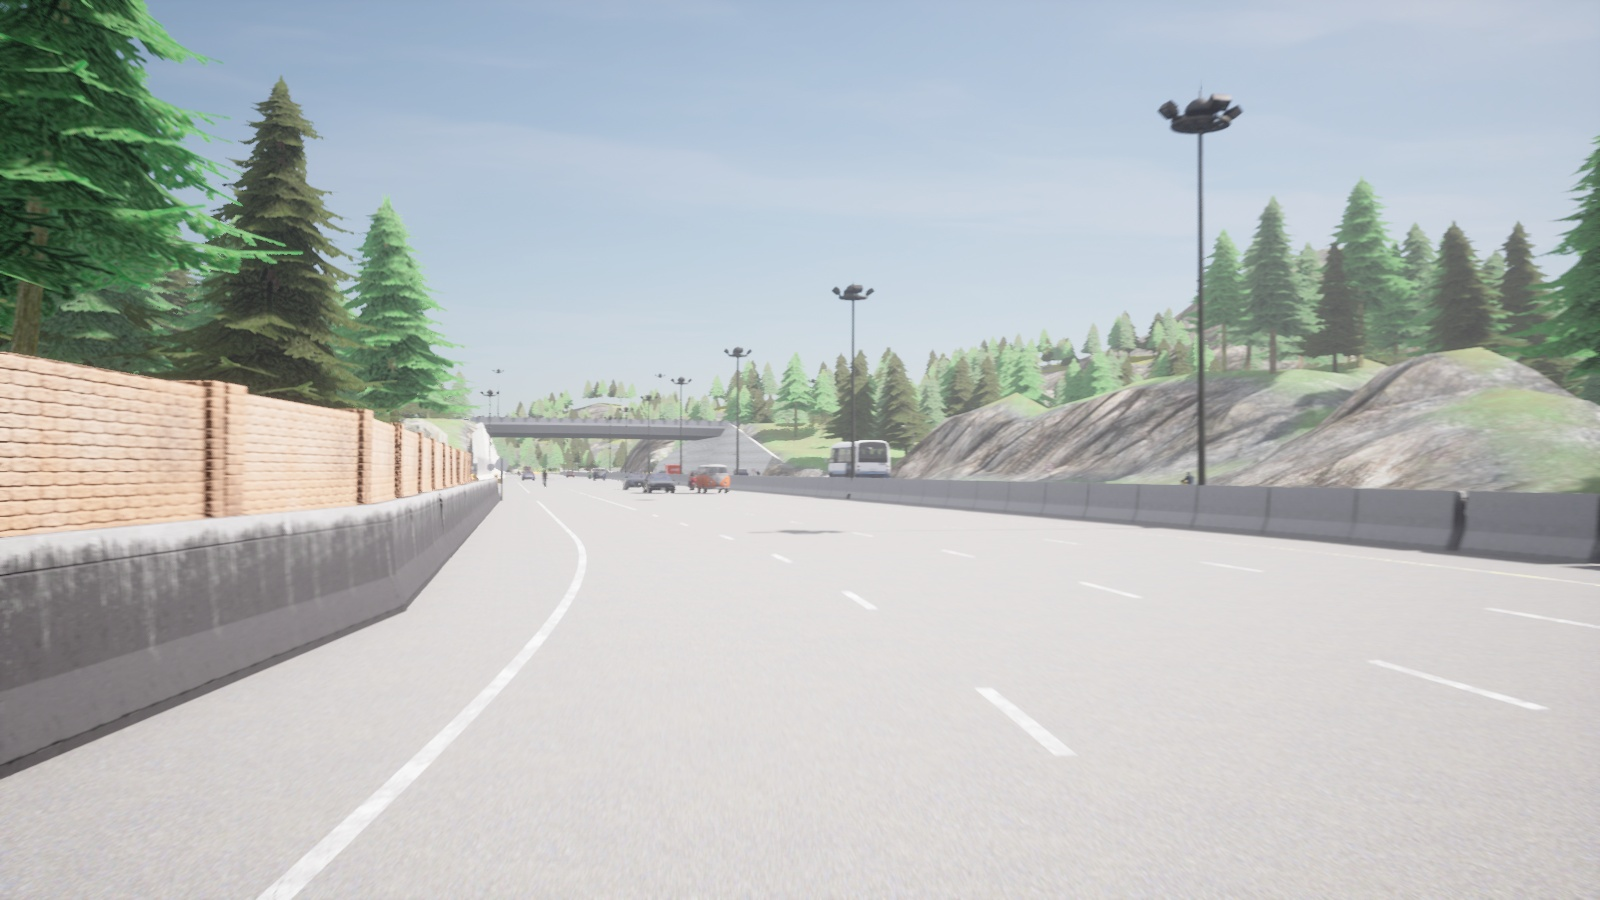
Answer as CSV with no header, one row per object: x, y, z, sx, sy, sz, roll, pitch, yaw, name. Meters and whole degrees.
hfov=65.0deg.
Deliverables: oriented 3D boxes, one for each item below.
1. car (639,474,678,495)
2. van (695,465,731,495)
-9.867,2.383,87.322,2.033,1.411,5.357,0,-1,-13,car
-6.026,2.045,86.269,1.775,1.987,4.442,0,-1,-13,van
